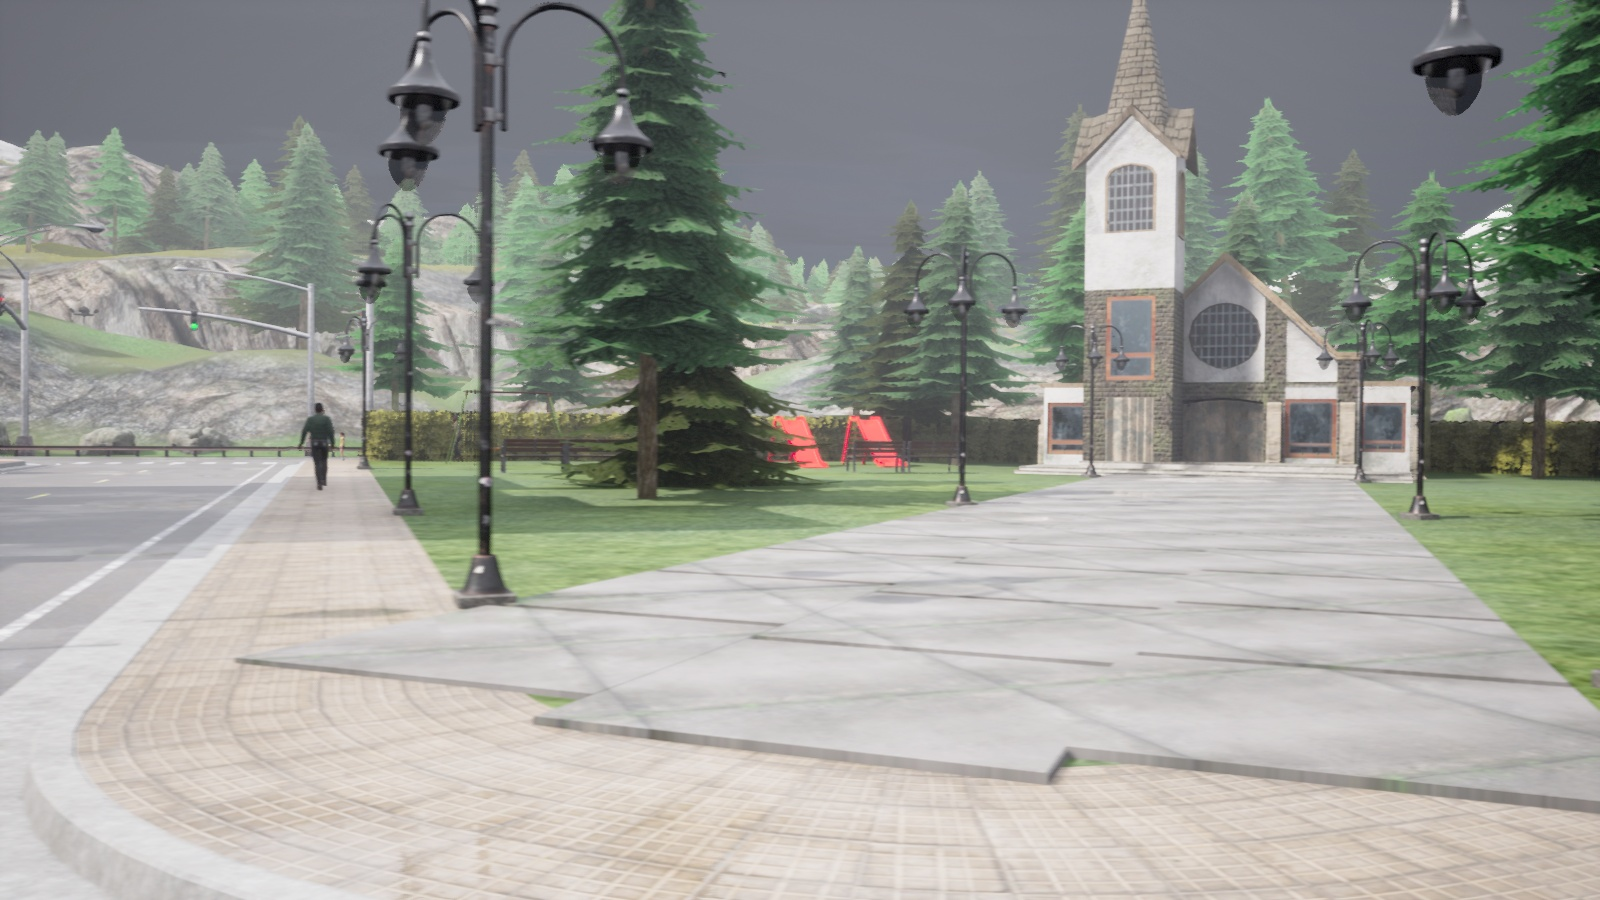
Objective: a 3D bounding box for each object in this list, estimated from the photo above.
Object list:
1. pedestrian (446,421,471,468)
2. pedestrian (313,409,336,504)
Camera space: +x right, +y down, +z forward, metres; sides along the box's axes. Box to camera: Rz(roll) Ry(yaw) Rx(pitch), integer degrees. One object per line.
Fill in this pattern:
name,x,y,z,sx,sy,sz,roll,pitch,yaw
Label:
pedestrian,-13.399,-0.223,49.218,0.869,1.805,0.328,-1,1,-24
pedestrian,-9.951,0.124,26.268,0.423,1.949,0.788,-1,1,-21
